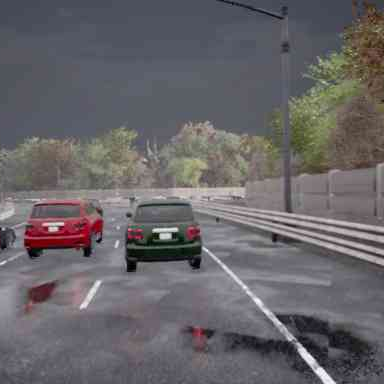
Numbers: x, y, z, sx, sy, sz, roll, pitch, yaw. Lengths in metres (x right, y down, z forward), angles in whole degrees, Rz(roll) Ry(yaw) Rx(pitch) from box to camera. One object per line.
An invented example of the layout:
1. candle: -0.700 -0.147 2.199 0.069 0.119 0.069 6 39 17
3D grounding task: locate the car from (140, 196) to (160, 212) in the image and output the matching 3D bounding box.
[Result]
1. car: -5.260 1.462 42.132 2.097 1.767 4.553 -1 0 -1

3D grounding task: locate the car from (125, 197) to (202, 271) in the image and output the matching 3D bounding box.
1. car: -1.051 1.245 11.247 2.150 2.045 5.566 -1 0 -8

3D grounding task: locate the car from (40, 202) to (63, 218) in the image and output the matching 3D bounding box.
1. car: -14.394 1.827 34.270 1.994 1.385 4.181 -1 0 -21

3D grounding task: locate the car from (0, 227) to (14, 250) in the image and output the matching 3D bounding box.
1. car: -8.197 1.693 12.044 2.033 1.411 5.357 -1 0 -9

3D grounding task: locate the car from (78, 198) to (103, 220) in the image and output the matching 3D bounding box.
1. car: -9.651 1.532 31.583 2.097 1.767 4.553 -1 0 -18

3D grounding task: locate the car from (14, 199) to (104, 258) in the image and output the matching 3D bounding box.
1. car: -4.917 1.312 13.455 2.150 2.045 5.566 -1 0 -9
